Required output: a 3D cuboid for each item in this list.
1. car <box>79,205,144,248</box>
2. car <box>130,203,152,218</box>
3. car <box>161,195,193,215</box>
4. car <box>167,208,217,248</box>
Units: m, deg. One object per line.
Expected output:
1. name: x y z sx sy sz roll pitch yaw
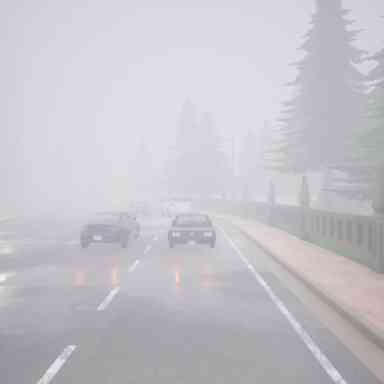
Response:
1. car: -3.500 1.533 14.650 1.812 1.442 4.674 0 0 0
2. car: -4.844 1.616 30.015 1.895 1.301 4.718 0 0 -15
3. car: -1.460 1.258 30.906 2.150 2.045 5.566 0 0 -15
4. car: 0.000 1.616 14.680 1.895 1.301 4.718 0 0 0
